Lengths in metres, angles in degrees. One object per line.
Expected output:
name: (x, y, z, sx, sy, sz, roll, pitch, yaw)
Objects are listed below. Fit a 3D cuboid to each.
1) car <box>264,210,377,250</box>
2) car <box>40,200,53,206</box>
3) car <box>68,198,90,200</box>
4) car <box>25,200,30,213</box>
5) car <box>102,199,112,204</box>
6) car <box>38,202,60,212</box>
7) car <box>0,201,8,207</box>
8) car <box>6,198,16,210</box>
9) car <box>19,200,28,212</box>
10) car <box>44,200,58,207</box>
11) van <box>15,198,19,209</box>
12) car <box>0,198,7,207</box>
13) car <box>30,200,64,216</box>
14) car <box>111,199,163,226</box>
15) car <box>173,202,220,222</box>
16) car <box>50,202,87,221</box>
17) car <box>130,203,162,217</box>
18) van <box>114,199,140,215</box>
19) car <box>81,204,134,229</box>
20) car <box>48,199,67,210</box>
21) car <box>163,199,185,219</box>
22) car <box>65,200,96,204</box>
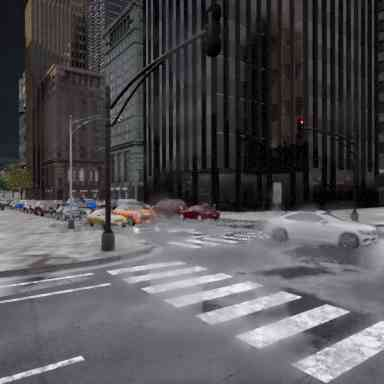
car: (5.443, 1.532, 14.572, 4.674, 1.442, 1.812, -1, 0, 39)
car: (-34.732, 2.659, 79.173, 1.947, 1.339, 4.313, -1, 0, -35)
car: (-17.904, 1.897, 50.879, 2.150, 2.045, 5.566, 0, -1, -35)
car: (-20.525, 2.195, 44.430, 1.887, 1.381, 4.507, -1, 0, -35)
car: (-11.189, 1.874, 46.043, 2.192, 1.841, 5.009, -1, 0, -35)
car: (-22.127, 2.279, 51.477, 2.033, 1.411, 5.357, 0, -1, -35)
car: (-44.391, 2.770, 78.051, 1.802, 1.307, 4.206, -1, 0, -35)
car: (-31.943, 2.353, 60.511, 1.967, 1.590, 4.097, -1, 0, -35)
car: (-23.355, 2.156, 48.413, 1.967, 1.590, 4.097, -1, 0, -35)
car: (-31.720, 2.594, 74.930, 1.947, 1.339, 4.313, -1, 0, -35)
van: (-26.185, 2.122, 52.398, 1.690, 1.788, 3.998, -1, 0, -35)
car: (-41.279, 2.666, 73.667, 1.887, 1.381, 4.507, -1, 0, -35)
car: (-17.702, 1.900, 40.446, 2.192, 1.841, 5.009, -1, 0, -35)
car: (-4.539, 1.668, 26.529, 2.097, 1.767, 4.553, 0, -1, -35)
car: (0.576, 1.828, 29.437, 1.887, 1.381, 4.507, -1, 0, -35)
car: (-12.040, 2.003, 32.477, 2.008, 1.369, 4.403, -1, 0, -35)
car: (-5.303, 2.003, 37.740, 1.802, 1.307, 4.206, -1, 0, -35)
van: (-8.249, 1.831, 41.892, 1.690, 1.788, 3.998, -1, 0, -35)
car: (-6.286, 1.843, 24.371, 1.752, 1.417, 4.829, -1, 0, -35)
car: (-24.062, 2.169, 59.563, 2.097, 1.767, 4.553, 0, -1, -35)
car: (-2.369, 1.667, 33.589, 2.192, 1.841, 5.009, -1, 0, -35)
car: (-12.527, 1.995, 37.797, 2.128, 1.511, 4.902, 0, -1, -35)
